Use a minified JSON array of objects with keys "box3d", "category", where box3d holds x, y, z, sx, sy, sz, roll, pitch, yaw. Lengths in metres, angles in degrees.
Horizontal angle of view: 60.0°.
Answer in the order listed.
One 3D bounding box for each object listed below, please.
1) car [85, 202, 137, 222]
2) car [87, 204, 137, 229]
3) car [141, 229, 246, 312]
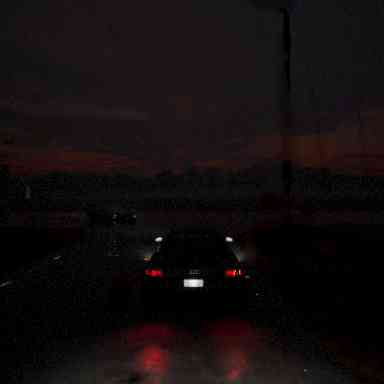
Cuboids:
[{"box3d":[-7.074,1.660,28.924,4.718,1.301,1.895,2,3,39],"category":"car"},{"box3d":[-5.419,1.556,22.210,1.882,1.535,5.008,2,-5,-35],"category":"car"},{"box3d":[0.046,1.558,7.807,1.994,1.385,4.181,0,0,1],"category":"car"}]
